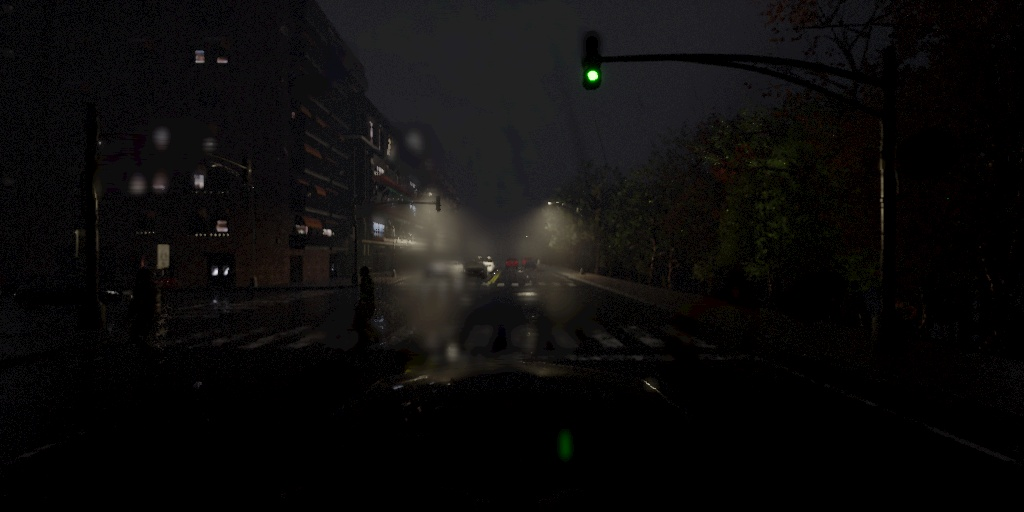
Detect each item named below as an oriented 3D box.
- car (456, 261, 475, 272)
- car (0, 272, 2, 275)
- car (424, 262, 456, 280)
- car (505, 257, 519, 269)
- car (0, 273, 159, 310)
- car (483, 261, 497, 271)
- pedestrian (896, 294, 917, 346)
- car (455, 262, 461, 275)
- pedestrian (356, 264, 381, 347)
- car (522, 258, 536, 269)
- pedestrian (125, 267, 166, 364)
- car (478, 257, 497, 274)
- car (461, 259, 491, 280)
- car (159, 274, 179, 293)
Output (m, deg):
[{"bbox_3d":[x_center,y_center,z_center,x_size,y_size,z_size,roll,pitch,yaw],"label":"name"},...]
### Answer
[{"bbox_3d":[-6.618,1.516,51.711,2.033,1.411,5.357,0,0,0],"label":"car"},{"bbox_3d":[-22.664,1.384,13.162,5.009,1.841,2.192,0,0,-1],"label":"car"},{"bbox_3d":[-6.617,1.482,32.558,1.895,1.301,4.718,0,0,0],"label":"car"},{"bbox_3d":[-0.027,1.250,64.224,2.150,2.045,5.566,0,0,0],"label":"car"},{"bbox_3d":[-19.067,1.558,15.951,4.674,1.442,1.812,-1,0,0],"label":"car"},{"bbox_3d":[-3.361,1.491,55.460,1.837,1.490,4.892,0,0,0],"label":"car"},{"bbox_3d":[8.029,1.295,7.400,0.500,1.100,0.500,0,0,0],"label":"pedestrian"},{"bbox_3d":[-6.614,1.447,41.483,1.812,1.442,4.674,0,0,0],"label":"car"},{"bbox_3d":[-3.237,1.078,7.995,0.375,1.860,0.375,0,0,0],"label":"pedestrian"},{"bbox_3d":[3.223,1.506,64.195,1.882,1.535,5.008,0,0,0],"label":"car"},{"bbox_3d":[-6.807,1.065,6.699,0.375,1.860,0.375,0,0,0],"label":"pedestrian"},{"bbox_3d":[-3.366,1.155,44.005,2.150,2.045,5.566,0,0,0],"label":"car"},{"bbox_3d":[-3.361,1.366,34.072,1.882,1.535,5.008,0,0,0],"label":"car"},{"bbox_3d":[-22.789,1.678,21.809,4.207,1.307,1.802,0,0,-1],"label":"car"}]
